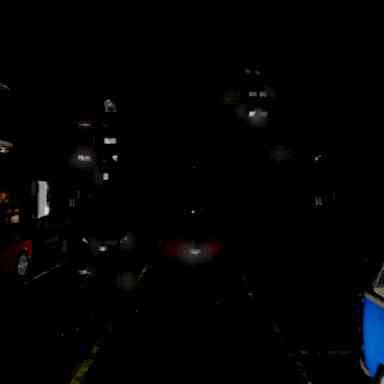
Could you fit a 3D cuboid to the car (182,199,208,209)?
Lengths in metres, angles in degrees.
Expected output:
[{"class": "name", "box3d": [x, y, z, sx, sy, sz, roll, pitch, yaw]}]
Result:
[{"class": "car", "box3d": [0.094, 1.611, 29.502, 1.994, 1.385, 4.181, 0, 0, 0]}]

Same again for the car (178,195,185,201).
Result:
[{"class": "car", "box3d": [-2.748, 1.610, 88.737, 1.837, 1.490, 4.892, 0, 0, 0]}]

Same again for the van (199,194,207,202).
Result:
[{"class": "van", "box3d": [2.570, 1.445, 79.005, 1.690, 1.788, 3.998, 0, 0, 0]}]

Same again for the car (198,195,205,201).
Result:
[{"class": "car", "box3d": [2.570, 1.553, 90.109, 1.967, 1.590, 4.097, 0, 0, 0]}]

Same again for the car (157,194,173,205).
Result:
[{"class": "car", "box3d": [-5.312, 1.404, 62.349, 2.192, 1.841, 5.009, 0, 0, 0]}]

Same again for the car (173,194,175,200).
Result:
[{"class": "car", "box3d": [-5.311, 1.649, 79.005, 1.887, 1.381, 4.507, 0, 0, 0]}]

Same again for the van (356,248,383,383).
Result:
[{"class": "van", "box3d": [2.566, 1.345, 1.924, 1.690, 1.788, 3.998, 0, 0, 0]}]

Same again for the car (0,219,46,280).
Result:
[{"class": "car", "box3d": [-5.314, 1.559, 7.512, 1.887, 1.381, 4.507, 0, 0, 0]}]

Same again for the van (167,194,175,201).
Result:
[{"class": "van", "box3d": [-5.311, 1.450, 84.557, 1.690, 1.788, 3.998, 0, 0, 0]}]

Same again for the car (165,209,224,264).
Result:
[{"class": "car", "box3d": [0.090, 1.546, 11.757, 1.812, 1.442, 4.674, 0, 0, 0]}]

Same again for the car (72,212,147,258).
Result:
[{"class": "car", "box3d": [-2.848, 1.548, 12.921, 1.812, 1.442, 4.674, 0, 0, 0]}]

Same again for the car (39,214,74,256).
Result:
[{"class": "car", "box3d": [-5.314, 1.574, 13.099, 2.008, 1.369, 4.403, 0, 0, 0]}]

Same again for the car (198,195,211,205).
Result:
[{"class": "car", "box3d": [2.568, 1.654, 62.349, 1.947, 1.339, 4.313, 0, 0, 0]}]
